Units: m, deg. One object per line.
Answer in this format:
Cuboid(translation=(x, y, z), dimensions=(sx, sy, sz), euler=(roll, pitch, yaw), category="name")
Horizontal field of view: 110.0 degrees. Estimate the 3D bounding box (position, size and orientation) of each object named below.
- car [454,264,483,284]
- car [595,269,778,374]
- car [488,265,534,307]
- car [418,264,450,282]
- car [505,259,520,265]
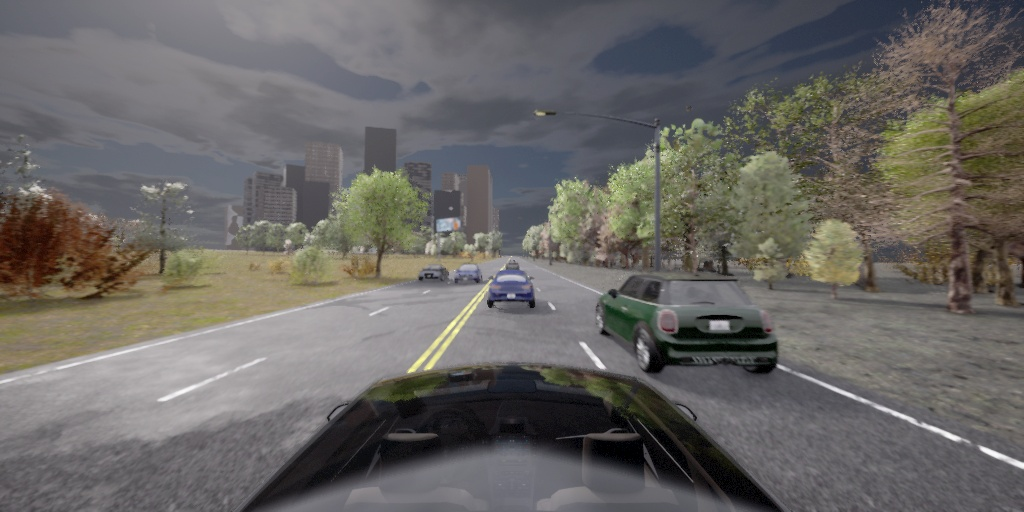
Cuboid(translation=(-3.300, 1.346, 27.809), dimensions=(1.812, 1.442, 4.674), euler=(0, 0, 1), category="car")
Cuboid(translation=(3.248, 1.117, 7.734), dimensions=(2.097, 1.767, 4.553), euler=(0, 0, 0), category="car")
Cuboid(translation=(-0.023, 1.318, 15.610), dimensions=(1.812, 1.442, 4.674), euler=(0, 0, 0), category="car")
Cuboid(translation=(-6.529, 1.390, 30.225), dimensions=(1.994, 1.385, 4.181), euler=(0, 0, 0), category="car")
Cuboid(translation=(0.080, 1.347, 48.551), dimensions=(2.128, 1.511, 4.902), euler=(0, 0, 0), category="car")
